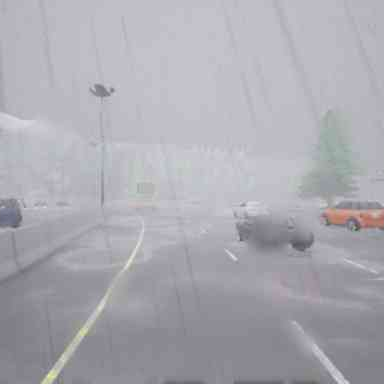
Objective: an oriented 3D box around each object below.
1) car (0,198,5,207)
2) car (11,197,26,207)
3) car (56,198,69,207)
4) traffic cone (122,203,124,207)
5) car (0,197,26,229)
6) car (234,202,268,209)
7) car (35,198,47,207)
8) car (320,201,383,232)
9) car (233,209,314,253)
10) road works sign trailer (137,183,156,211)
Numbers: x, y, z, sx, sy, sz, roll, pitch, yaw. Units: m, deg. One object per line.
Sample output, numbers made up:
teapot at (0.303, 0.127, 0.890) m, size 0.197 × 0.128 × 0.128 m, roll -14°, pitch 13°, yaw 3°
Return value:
car at (-35.619, 1.895, 61.162) m, size 1.812 × 1.442 × 4.674 m, roll -1°, pitch 0°, yaw -26°
car at (-30.433, 1.713, 58.536) m, size 2.097 × 1.767 × 4.553 m, roll -1°, pitch 0°, yaw -24°
car at (-23.300, 1.841, 59.796) m, size 1.812 × 1.442 × 4.674 m, roll 0°, pitch 0°, yaw -24°
traffic cone at (-11.678, 2.164, 56.032) m, size 0.340 × 0.580 × 0.340 m, roll -1°, pitch 0°, yaw -18°
car at (-11.858, 1.369, 19.474) m, size 2.150 × 2.045 × 5.566 m, roll 0°, pitch 0°, yaw -8°
car at (4.870, 1.524, 27.824) m, size 1.812 × 1.442 × 4.674 m, roll 0°, pitch 0°, yaw -11°
car at (-27.870, 1.894, 61.351) m, size 1.812 × 1.442 × 4.674 m, roll 0°, pitch 0°, yaw -24°
car at (9.493, 1.290, 19.708) m, size 2.097 × 1.767 × 4.553 m, roll -1°, pitch 0°, yaw -6°
car at (3.094, 1.593, 13.614) m, size 1.895 × 1.301 × 4.718 m, roll -1°, pitch 0°, yaw -5°
road works sign trailer at (-6.159, 0.599, 44.174) m, size 2.380 × 3.560 × 2.880 m, roll -1°, pitch 0°, yaw -18°
